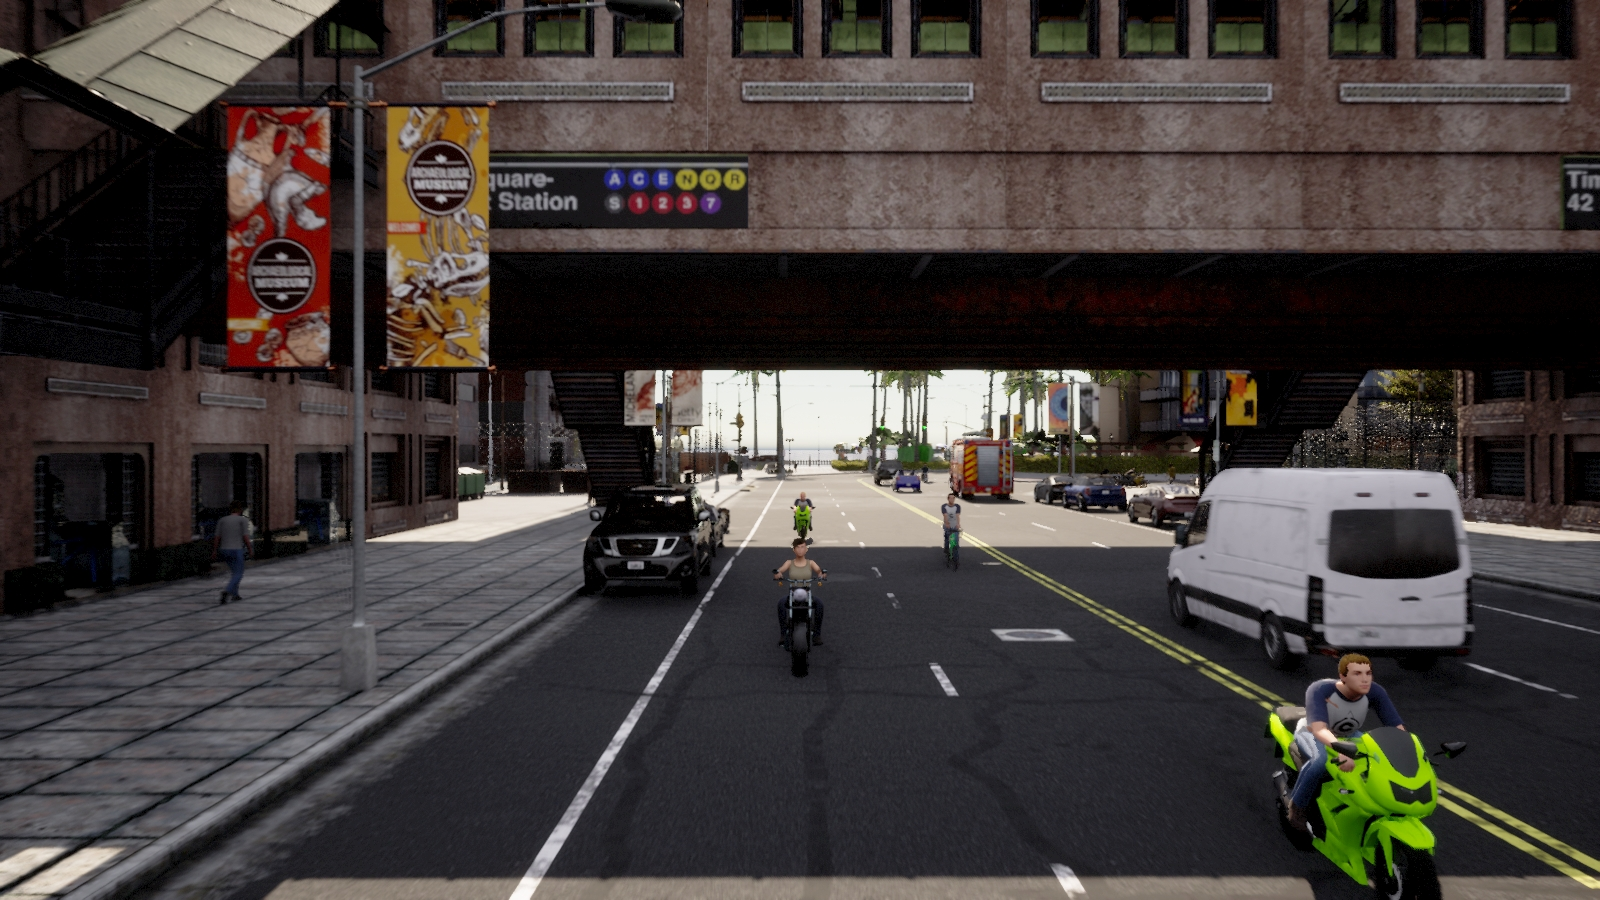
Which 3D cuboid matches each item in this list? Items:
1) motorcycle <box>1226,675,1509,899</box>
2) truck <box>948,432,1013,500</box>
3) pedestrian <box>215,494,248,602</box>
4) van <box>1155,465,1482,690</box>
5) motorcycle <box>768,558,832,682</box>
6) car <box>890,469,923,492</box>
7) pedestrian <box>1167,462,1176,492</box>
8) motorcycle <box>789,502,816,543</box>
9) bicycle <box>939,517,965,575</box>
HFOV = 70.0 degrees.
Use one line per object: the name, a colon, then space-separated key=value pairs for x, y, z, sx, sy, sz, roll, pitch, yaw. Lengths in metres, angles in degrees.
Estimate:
motorcycle: x=3.499 y=2.213 z=7.300 sx=0.803 sy=1.145 sz=2.033 roll=0 pitch=0 yaw=0
truck: x=10.616 y=0.890 z=67.985 sx=2.891 sy=3.827 sz=8.468 roll=0 pitch=0 yaw=2
pedestrian: x=-9.888 y=1.697 z=19.889 sx=0.375 sy=1.860 sz=0.375 roll=0 pitch=0 yaw=5
van: x=6.995 y=1.534 z=16.335 sx=1.988 sy=2.561 sz=5.915 roll=0 pitch=0 yaw=0
motorcycle: x=0.000 y=2.170 z=15.002 sx=0.764 sy=1.277 sz=2.356 roll=0 pitch=0 yaw=0
car: x=7.153 y=2.038 z=77.113 sx=1.845 sy=1.501 sz=3.633 roll=0 pitch=0 yaw=0
pedestrian: x=23.394 y=1.696 z=71.902 sx=0.375 sy=1.860 sz=0.375 roll=0 pitch=0 yaw=-18
motorcycle: x=0.086 y=2.213 z=35.086 sx=0.803 sy=1.145 sz=2.033 roll=0 pitch=0 yaw=0
bicycle: x=3.523 y=2.206 z=26.531 sx=0.373 sy=1.196 sz=1.643 roll=0 pitch=0 yaw=0
